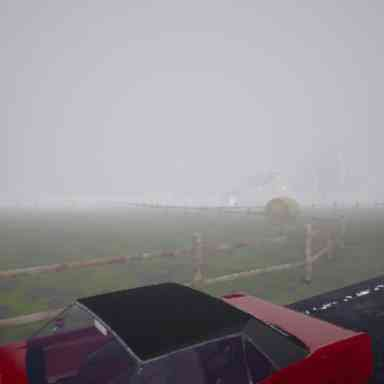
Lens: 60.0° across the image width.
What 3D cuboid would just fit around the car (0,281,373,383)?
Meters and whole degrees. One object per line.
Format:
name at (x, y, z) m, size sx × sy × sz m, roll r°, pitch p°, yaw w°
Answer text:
car at (-0.606, 1.603, 2.674) m, size 4.718 × 1.301 × 1.895 m, roll 0°, pitch 0°, yaw -36°
